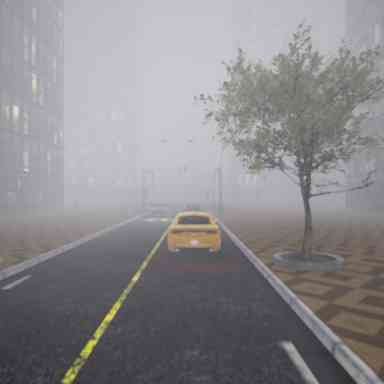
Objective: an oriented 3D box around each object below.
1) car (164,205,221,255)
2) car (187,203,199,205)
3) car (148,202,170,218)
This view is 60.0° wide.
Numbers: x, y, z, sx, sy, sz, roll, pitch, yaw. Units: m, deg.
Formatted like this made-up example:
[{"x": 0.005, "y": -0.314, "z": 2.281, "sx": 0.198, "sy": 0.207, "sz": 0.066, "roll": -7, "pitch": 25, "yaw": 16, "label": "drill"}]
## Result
[{"x": 0.087, "y": 1.546, "z": 13.707, "sx": 1.882, "sy": 1.535, "sz": 5.008, "roll": 0, "pitch": 0, "yaw": 0, "label": "car"}, {"x": 0.089, "y": 1.723, "z": 30.474, "sx": 1.994, "sy": 1.385, "sz": 4.181, "roll": 0, "pitch": 0, "yaw": 0, "label": "car"}, {"x": -3.084, "y": 1.718, "z": 32.575, "sx": 2.033, "sy": 1.411, "sz": 5.357, "roll": 0, "pitch": 0, "yaw": 0, "label": "car"}]
